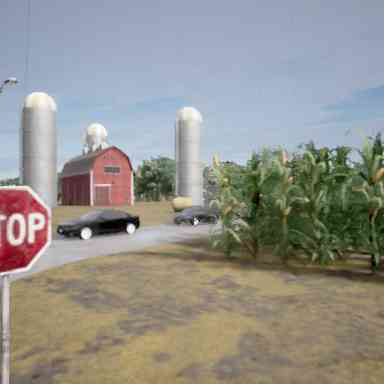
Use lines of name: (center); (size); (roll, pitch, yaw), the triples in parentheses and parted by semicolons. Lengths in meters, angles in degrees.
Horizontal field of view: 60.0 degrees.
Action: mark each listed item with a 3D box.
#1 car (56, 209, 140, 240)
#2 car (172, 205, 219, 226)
car: (-5.180, 1.729, 18.932); (1.882, 1.535, 5.008); (0, 0, 37)
car: (0.402, 1.846, 26.620); (1.837, 1.490, 4.892); (0, 0, 36)
